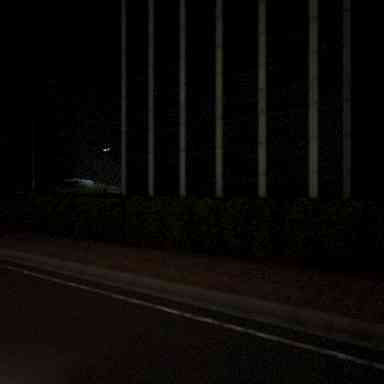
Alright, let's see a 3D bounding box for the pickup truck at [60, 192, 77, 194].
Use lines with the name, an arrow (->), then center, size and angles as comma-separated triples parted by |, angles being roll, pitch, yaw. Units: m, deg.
pickup truck -> -25.228, 1.073, 68.716 | 6.274, 2.098, 2.390 | 0, 0, -24
